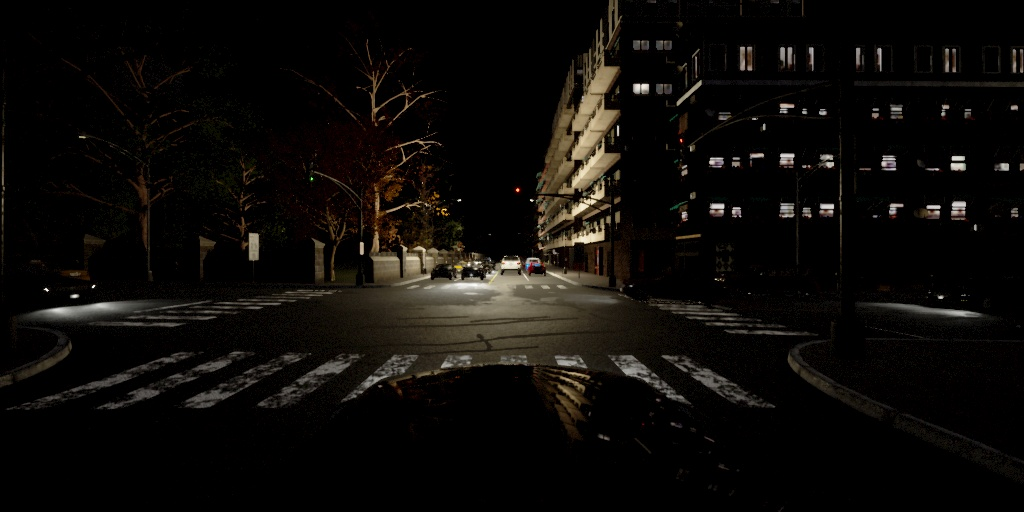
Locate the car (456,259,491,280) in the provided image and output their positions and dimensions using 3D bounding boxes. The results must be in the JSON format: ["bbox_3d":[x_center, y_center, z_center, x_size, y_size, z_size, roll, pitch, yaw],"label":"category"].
[{"bbox_3d":[-3.250,1.255,31.066,2.128,1.511,4.902,0,0,0],"label":"car"}]

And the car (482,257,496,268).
[{"bbox_3d":[-3.357,1.278,51.776,2.128,1.511,4.902,0,0,0],"label":"car"}]

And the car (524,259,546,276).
[{"bbox_3d":[2.503,1.314,36.910,1.888,1.381,4.507,0,0,0],"label":"car"}]

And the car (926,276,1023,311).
[{"bbox_3d":[22.169,1.692,16.541,4.892,1.490,1.837,1,0,-1],"label":"car"}]

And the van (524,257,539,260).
[{"bbox_3d":[2.472,1.115,42.541,1.690,1.789,3.998,0,0,0],"label":"van"}]

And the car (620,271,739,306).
[{"bbox_3d":[7.528,1.423,16.804,4.674,1.442,1.812,2,0,7],"label":"car"}]

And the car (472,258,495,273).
[{"bbox_3d":[-3.307,1.278,41.364,1.837,1.490,4.892,0,0,0],"label":"car"}]

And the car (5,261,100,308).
[{"bbox_3d":[-18.225,0.996,12.736,5.357,1.411,2.033,1,0,-1],"label":"car"}]

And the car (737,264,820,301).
[{"bbox_3d":[13.359,1.353,18.998,5.009,1.841,2.192,0,0,-1],"label":"car"}]

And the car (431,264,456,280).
[{"bbox_3d":[-5.847,1.329,31.235,1.948,1.339,4.313,0,0,0],"label":"car"}]

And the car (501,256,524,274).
[{"bbox_3d":[-0.113,0.989,40.971,2.150,2.045,5.566,0,-1,-1],"label":"car"}]
